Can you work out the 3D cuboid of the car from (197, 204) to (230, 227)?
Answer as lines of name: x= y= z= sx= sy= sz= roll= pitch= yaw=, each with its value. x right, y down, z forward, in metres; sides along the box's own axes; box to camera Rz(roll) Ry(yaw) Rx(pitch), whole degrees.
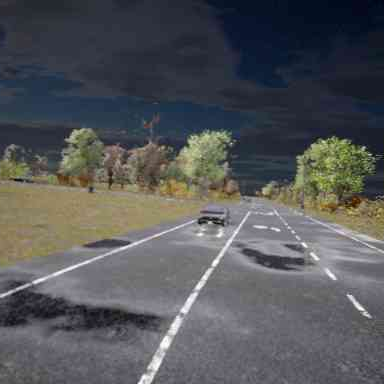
car: x=1.693 y=1.593 z=23.666 sx=2.033 sy=1.411 sz=5.357 roll=4 pitch=0 yaw=12

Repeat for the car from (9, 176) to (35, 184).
car: x=-33.993 y=-2.455 z=66.320 sx=4.718 sy=1.301 sz=1.895 roll=6 pitch=0 yaw=12
